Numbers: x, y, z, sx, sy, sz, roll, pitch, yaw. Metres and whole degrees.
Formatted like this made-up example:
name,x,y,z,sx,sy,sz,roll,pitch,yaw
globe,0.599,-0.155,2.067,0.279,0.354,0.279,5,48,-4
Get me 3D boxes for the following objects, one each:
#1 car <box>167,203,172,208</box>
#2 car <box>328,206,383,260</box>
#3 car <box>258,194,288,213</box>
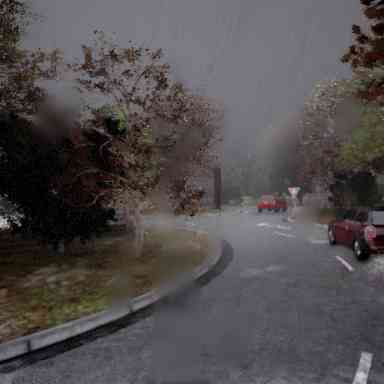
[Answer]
name,x,y,z,sx,sy,sz,roll,pitch,yaw
car,-5.304,3.267,73.086,1.812,1.442,4.674,-1,-5,-3
car,6.591,1.289,12.257,2.097,1.767,4.553,-1,0,8
car,9.161,1.273,37.606,2.150,2.045,5.566,-1,0,29
